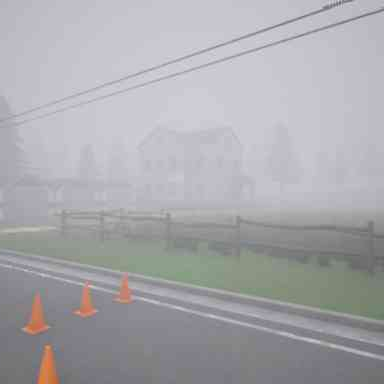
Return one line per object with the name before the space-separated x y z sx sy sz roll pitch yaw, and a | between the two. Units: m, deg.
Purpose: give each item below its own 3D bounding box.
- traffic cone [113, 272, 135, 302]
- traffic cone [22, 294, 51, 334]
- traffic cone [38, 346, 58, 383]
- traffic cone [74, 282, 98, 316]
traffic cone | -1.482 2.062 7.298 0.340 0.580 0.340 -1 -1 36
traffic cone | -2.647 2.041 5.673 0.340 0.580 0.340 -1 -1 36
traffic cone | -1.604 2.012 3.695 0.340 0.580 0.340 -1 -1 36
traffic cone | -2.065 2.051 6.486 0.340 0.580 0.340 -1 -1 36
